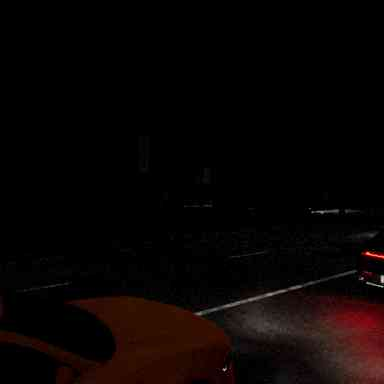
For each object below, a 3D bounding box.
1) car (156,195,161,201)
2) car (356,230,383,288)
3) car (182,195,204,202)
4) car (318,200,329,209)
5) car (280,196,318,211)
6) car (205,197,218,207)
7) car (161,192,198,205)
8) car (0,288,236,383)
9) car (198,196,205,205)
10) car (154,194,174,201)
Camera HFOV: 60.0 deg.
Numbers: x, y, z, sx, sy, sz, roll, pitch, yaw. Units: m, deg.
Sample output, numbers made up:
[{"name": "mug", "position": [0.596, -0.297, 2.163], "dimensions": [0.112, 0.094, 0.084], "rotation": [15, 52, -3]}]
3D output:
[{"name": "car", "position": [-8.780, 1.339, 72.278], "dimensions": [1.895, 1.301, 4.718], "rotation": [-1, 0, -38]}, {"name": "car", "position": [5.825, 1.468, 7.922], "dimensions": [4.892, 1.490, 1.837], "rotation": [0, 0, -36]}, {"name": "car", "position": [0.073, 1.308, 66.972], "dimensions": [1.895, 1.301, 4.718], "rotation": [-1, 0, -39]}, {"name": "car", "position": [13.472, 1.260, 38.854], "dimensions": [1.837, 1.490, 4.892], "rotation": [-1, 0, -39]}, {"name": "car", "position": [10.658, 1.333, 36.767], "dimensions": [2.033, 1.411, 5.357], "rotation": [-1, 0, -39]}, {"name": "car", "position": [4.508, 1.268, 44.401], "dimensions": [1.882, 1.535, 5.008], "rotation": [-1, 0, -39]}, {"name": "car", "position": [-2.046, 1.017, 52.546], "dimensions": [2.150, 2.045, 5.566], "rotation": [-1, 0, -39]}, {"name": "car", "position": [-1.879, 1.478, 2.388], "dimensions": [5.008, 1.535, 1.882], "rotation": [0, 0, -36]}, {"name": "car", "position": [1.380, 1.366, 53.875], "dimensions": [1.895, 1.301, 4.718], "rotation": [-1, 0, -39]}, {"name": "car", "position": [-6.278, 1.238, 74.749], "dimensions": [2.128, 1.511, 4.902], "rotation": [-1, 0, -38]}]
